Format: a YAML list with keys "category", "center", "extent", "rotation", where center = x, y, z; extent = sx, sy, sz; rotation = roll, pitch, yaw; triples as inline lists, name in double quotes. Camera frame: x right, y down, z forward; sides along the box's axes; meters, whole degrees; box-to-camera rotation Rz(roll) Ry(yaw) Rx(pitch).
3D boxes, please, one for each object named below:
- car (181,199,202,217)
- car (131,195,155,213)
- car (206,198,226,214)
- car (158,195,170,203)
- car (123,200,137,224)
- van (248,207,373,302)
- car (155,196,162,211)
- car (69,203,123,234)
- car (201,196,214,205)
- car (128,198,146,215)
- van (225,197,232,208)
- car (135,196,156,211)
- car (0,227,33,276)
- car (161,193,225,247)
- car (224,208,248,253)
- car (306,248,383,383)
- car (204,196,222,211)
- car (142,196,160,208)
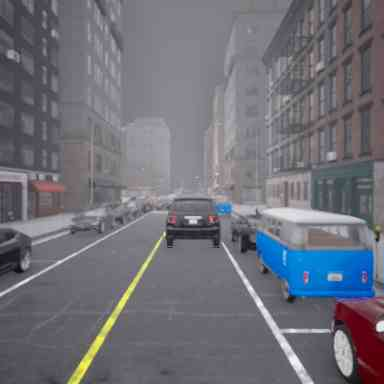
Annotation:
- category: "car"
  center: [-0.031, 1.429, 31.300]
  extent: [1.837, 1.490, 4.892]
  rotation: [0, 0, 0]
- category: "car"
  center: [-5.526, 1.229, 34.941]
  extent: [2.192, 1.841, 5.009]
  rotation: [0, 0, 0]
- category: "car"
  center: [2.498, 1.440, 35.143]
  extent: [1.752, 1.417, 4.829]
  rotation: [0, 0, 0]
- category: "car"
  center: [-5.654, 1.388, 67.397]
  extent: [2.008, 1.369, 4.403]
  rotation: [0, 0, 0]
- category: "car"
  center: [-5.483, 1.507, 24.123]
  extent: [1.947, 1.339, 4.313]
  rotation: [0, 0, 0]
- category: "van"
  center: [2.606, 1.323, 7.926]
  extent: [1.690, 1.788, 3.998]
  rotation: [0, 0, 0]
- category: "car"
  center: [-2.996, 1.471, 38.174]
  extent: [1.994, 1.385, 4.181]
  rotation: [0, 0, 0]
- category: "car"
  center: [-5.462, 1.506, 18.713]
  extent: [2.008, 1.369, 4.403]
  rotation: [0, 0, 0]
- category: "car"
  center: [2.531, 1.372, 55.305]
  extent: [1.837, 1.490, 4.892]
  rotation: [0, 0, 0]
- category: "car"
  center: [-5.505, 1.510, 29.532]
  extent: [1.802, 1.307, 4.206]
  rotation: [0, 0, 0]
- category: "van"
  center: [2.521, 1.269, 29.563]
  extent: [1.690, 1.788, 3.998]
  rotation: [0, 0, 0]
- category: "car"
  center: [-5.547, 1.341, 40.351]
  extent: [1.967, 1.590, 4.097]
  rotation: [0, 0, 0]
- category: "car"
  center: [-5.419, 1.547, 7.894]
  extent: [1.947, 1.339, 4.313]
  rotation: [0, 0, 0]
- category: "car"
  center: [0.035, 1.185, 14.896]
  extent: [2.150, 2.045, 5.566]
  rotation: [0, 0, 0]
- category: "car"
  center: [2.584, 1.534, 13.336]
  extent: [1.947, 1.339, 4.313]
  rotation: [0, 0, 0]
- category: "car"
  center: [2.627, 1.539, 2.516]
  extent: [1.887, 1.381, 4.507]
  rotation: [0, 0, 0]
- category: "car"
  center: [2.478, 1.342, 40.382]
  extent: [1.967, 1.590, 4.097]
  rotation: [0, 0, 0]
- category: "car"
  center: [-5.569, 1.328, 45.760]
  extent: [1.967, 1.590, 4.097]
  rotation: [0, 0, 0]
